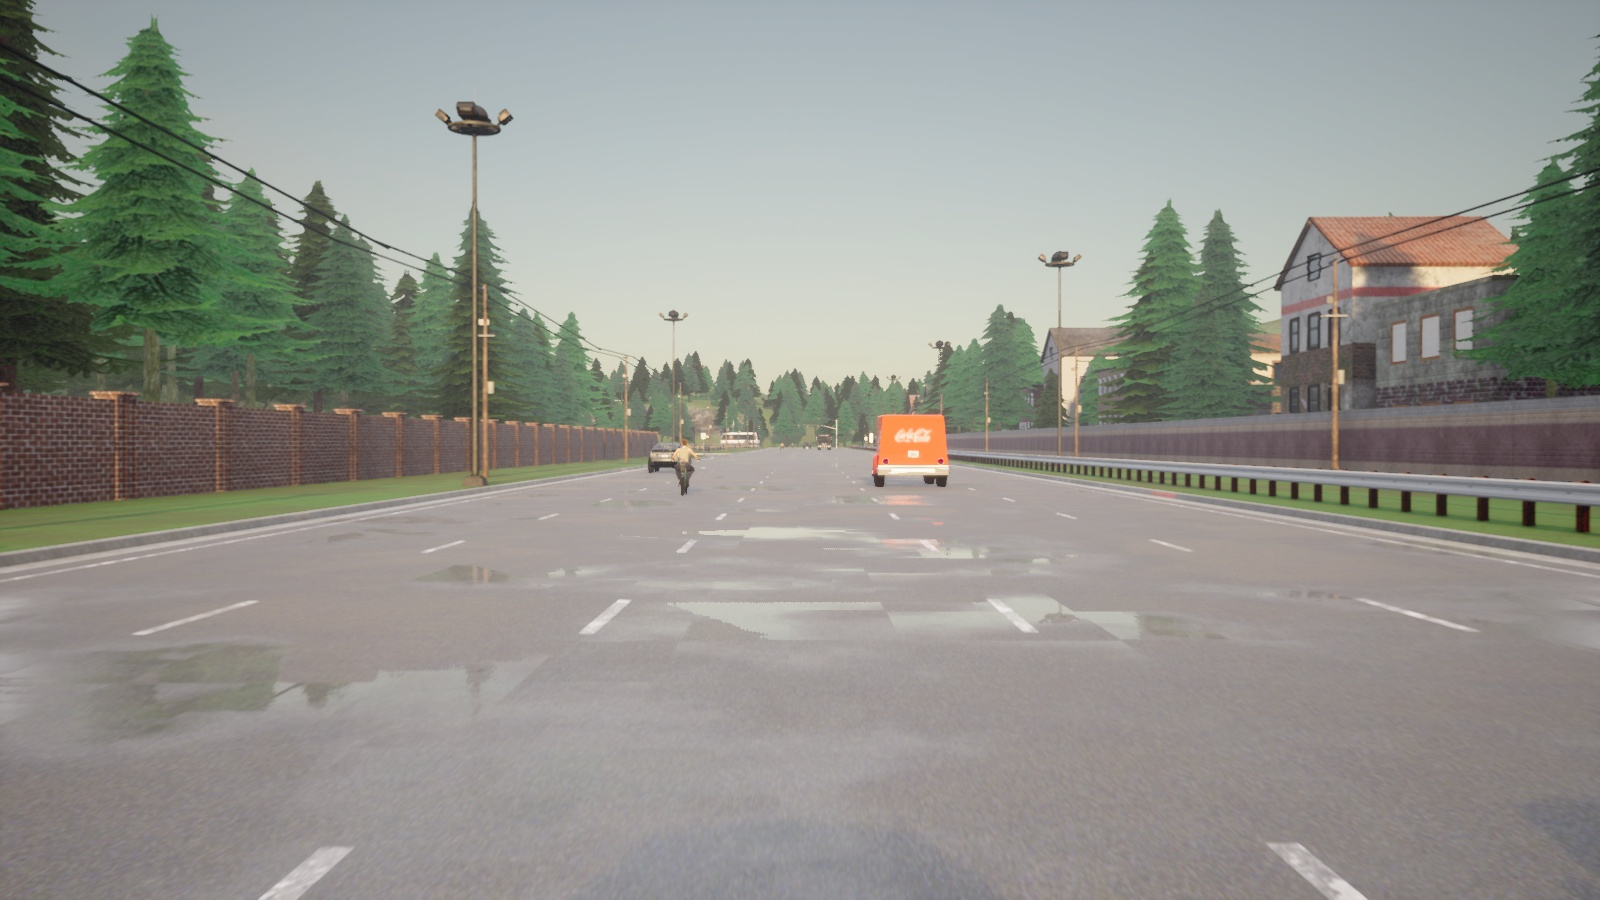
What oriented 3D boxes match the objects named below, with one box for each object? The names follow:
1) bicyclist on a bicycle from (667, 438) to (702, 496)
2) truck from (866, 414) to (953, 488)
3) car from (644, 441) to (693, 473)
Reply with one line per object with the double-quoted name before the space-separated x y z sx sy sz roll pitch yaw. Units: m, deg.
"bicyclist on a bicycle" -3.286 0.478 35.831 0.866 1.612 1.509 0 0 1
"truck" 3.768 0.014 44.136 2.627 2.467 5.204 0 0 0
"car" -6.621 0.329 63.754 2.007 1.525 4.514 0 0 0
